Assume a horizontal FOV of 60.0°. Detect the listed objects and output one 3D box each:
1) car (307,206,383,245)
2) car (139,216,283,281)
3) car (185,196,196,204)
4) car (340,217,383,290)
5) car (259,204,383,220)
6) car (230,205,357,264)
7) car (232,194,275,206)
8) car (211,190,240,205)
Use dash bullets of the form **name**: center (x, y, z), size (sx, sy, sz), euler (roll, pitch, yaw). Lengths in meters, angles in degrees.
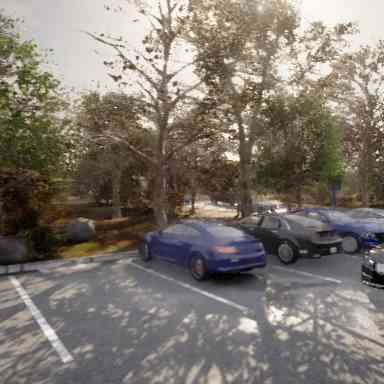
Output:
- **car**: center (8.000, 1.469, 15.541), size (2.002, 1.452, 4.674), euler (0, 0, -36)
- **car**: center (0.114, 1.498, 9.896), size (2.002, 1.452, 4.674), euler (0, 0, -36)
- **car**: center (-1.516, 0.968, 45.533), size (1.812, 1.442, 4.674), euler (-3, 4, -44)
- **car**: center (5.936, 1.463, 7.892), size (4.902, 1.511, 2.128), euler (0, 0, -35)
- **car**: center (5.435, 1.438, 13.715), size (2.097, 1.535, 5.008), euler (0, 0, -36)
- **car**: center (2.779, 1.449, 11.801), size (2.231, 1.521, 4.892), euler (0, 0, -36)
- **car**: center (6.663, 1.269, 34.591), size (1.812, 1.442, 4.674), euler (-4, 3, -36)
- **car**: center (4.754, 0.621, 42.943), size (2.150, 2.045, 5.566), euler (-3, 3, -36)
